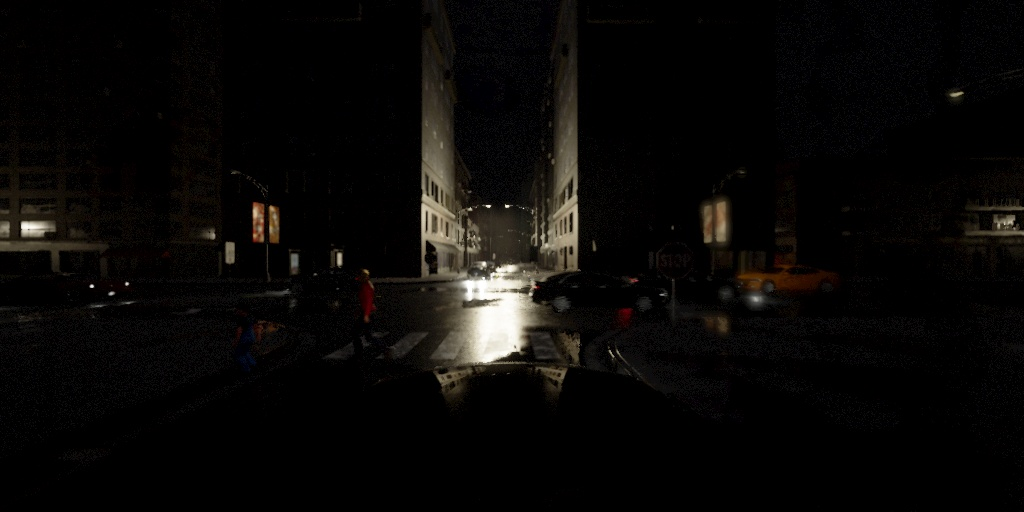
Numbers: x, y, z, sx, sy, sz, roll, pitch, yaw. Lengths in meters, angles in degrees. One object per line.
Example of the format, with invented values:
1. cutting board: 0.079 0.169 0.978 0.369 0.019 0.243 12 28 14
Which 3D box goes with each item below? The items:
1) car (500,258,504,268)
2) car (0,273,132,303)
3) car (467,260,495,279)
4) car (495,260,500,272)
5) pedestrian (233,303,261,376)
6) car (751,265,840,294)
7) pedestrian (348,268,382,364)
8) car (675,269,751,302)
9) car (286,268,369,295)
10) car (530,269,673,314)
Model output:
1. car: -3.001 1.442 65.429 1.882 1.535 5.008 0 0 1
2. car: -20.709 1.428 16.565 4.718 1.301 1.895 0 0 0
3. car: -3.098 1.346 34.291 2.128 1.511 4.902 0 0 2
4. car: -3.051 1.393 47.469 2.128 1.511 4.902 0 0 0
5. pedestrian: -4.432 1.337 6.055 0.375 1.300 0.375 0 0 0
6. car: 15.342 1.257 20.063 5.008 1.535 1.882 0 0 0
7. pedestrian: -2.719 1.058 6.655 0.375 1.860 0.375 0 0 0
8. car: 7.911 1.288 16.603 4.892 1.490 1.837 0 0 0
9. car: -10.184 1.379 20.032 4.181 1.385 1.994 0 0 0
10. car: 3.116 1.288 13.348 4.892 1.490 1.837 0 0 0
